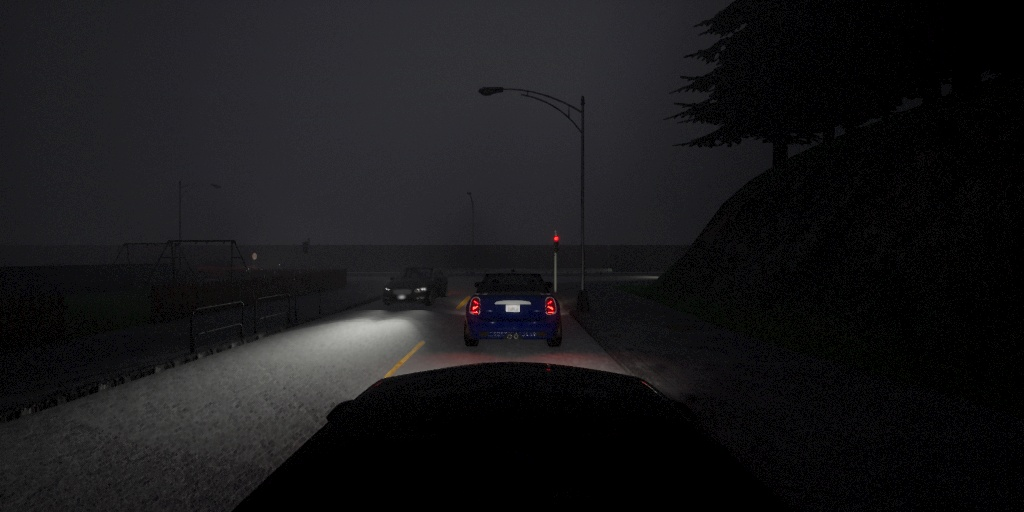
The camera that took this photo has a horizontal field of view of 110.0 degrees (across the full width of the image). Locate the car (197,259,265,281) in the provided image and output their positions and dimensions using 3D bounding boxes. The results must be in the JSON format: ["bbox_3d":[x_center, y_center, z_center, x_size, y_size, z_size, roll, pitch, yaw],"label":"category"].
[{"bbox_3d":[-22.903,1.102,29.305,4.553,1.767,2.097,0,0,0],"label":"car"}]

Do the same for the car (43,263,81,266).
[{"bbox_3d":[-36.336,1.276,29.320,4.674,1.442,1.812,0,0,0],"label":"car"}]

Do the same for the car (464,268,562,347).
[{"bbox_3d":[0.035,1.102,9.516,2.097,1.767,4.553,0,0,0],"label":"car"}]

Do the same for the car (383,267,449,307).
[{"bbox_3d":[-3.993,1.241,15.571,2.128,1.511,4.902,0,0,1],"label":"car"}]

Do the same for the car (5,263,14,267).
[{"bbox_3d":[-48.579,1.351,33.454,4.718,1.301,1.895,0,0,1],"label":"car"}]

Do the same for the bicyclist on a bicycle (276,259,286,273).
[{"bbox_3d":[-24.265,1.099,37.704,0.582,1.620,1.656,0,0,0],"label":"bicyclist on a bicycle"}]
